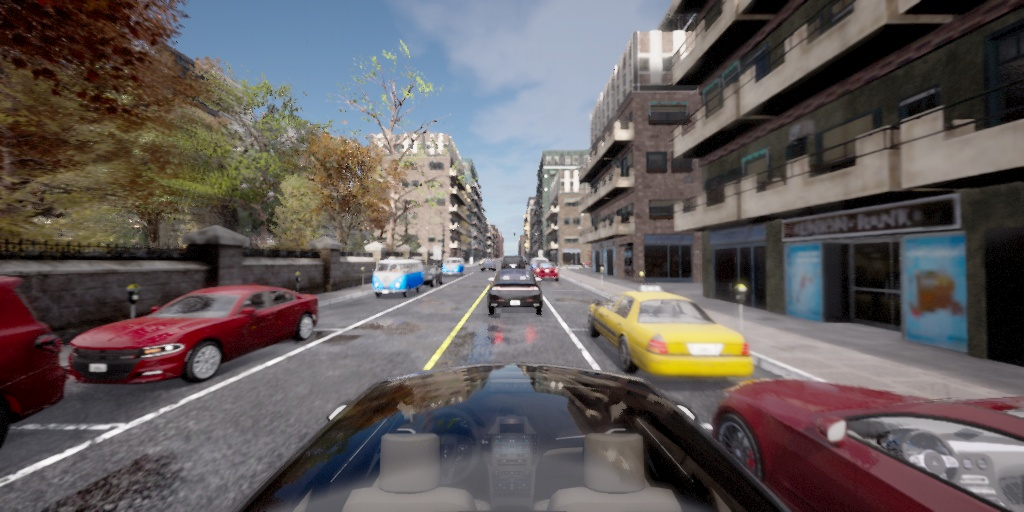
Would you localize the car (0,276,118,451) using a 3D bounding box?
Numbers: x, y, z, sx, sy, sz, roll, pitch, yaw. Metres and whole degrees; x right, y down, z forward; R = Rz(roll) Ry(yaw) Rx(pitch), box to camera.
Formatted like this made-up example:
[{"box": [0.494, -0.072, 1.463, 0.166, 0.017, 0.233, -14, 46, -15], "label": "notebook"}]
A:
[{"box": [-5.689, 1.065, 1.644, 2.192, 1.841, 5.009, 0, 0, 0], "label": "car"}]

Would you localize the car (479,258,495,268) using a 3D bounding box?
[{"box": [-2.999, 1.259, 45.931, 2.033, 1.411, 5.357, 0, 0, 0], "label": "car"}]

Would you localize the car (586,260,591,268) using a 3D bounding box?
[{"box": [13.538, 1.282, 52.518, 4.313, 1.339, 1.948, 0, 0, 1], "label": "car"}]

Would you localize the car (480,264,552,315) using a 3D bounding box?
[{"box": [0.101, 1.230, 13.501, 2.128, 1.511, 4.902, 0, 0, 0], "label": "car"}]

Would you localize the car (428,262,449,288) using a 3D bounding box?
[{"box": [-5.671, 1.297, 23.738, 1.948, 1.339, 4.313, 0, 0, 0], "label": "car"}]

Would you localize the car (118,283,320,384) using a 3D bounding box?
[{"box": [-5.689, 1.290, 7.168, 1.888, 1.381, 4.507, 0, 0, 0], "label": "car"}]

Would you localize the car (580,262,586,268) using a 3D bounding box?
[{"box": [13.641, 1.297, 60.896, 4.097, 1.591, 1.967, 0, 0, 1], "label": "car"}]

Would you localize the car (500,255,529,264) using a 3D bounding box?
[{"box": [0.103, 0.945, 31.220, 2.150, 2.045, 5.566, 0, 0, 0], "label": "car"}]

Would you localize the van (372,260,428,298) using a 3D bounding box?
[{"box": [-5.696, 1.077, 18.215, 1.690, 1.789, 3.998, 0, 0, 0], "label": "van"}]

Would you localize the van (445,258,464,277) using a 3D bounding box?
[{"box": [-5.654, 1.062, 34.786, 1.690, 1.789, 3.998, 0, 0, 0], "label": "van"}]

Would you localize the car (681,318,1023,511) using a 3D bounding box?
[{"box": [2.692, 1.332, 1.644, 1.802, 1.307, 4.207, 0, 0, 0], "label": "car"}]

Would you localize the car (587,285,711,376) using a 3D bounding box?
[{"box": [2.692, 1.270, 7.337, 1.751, 1.417, 4.829, 0, 0, 0], "label": "car"}]

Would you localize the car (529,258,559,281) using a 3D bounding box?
[{"box": [2.663, 1.166, 29.260, 1.967, 1.591, 4.097, 0, 0, 0], "label": "car"}]
